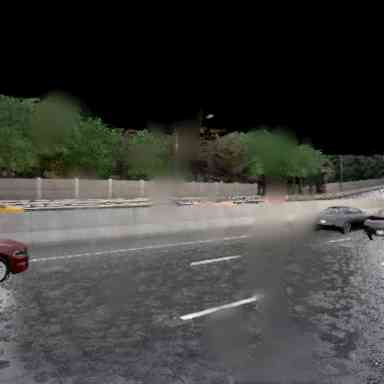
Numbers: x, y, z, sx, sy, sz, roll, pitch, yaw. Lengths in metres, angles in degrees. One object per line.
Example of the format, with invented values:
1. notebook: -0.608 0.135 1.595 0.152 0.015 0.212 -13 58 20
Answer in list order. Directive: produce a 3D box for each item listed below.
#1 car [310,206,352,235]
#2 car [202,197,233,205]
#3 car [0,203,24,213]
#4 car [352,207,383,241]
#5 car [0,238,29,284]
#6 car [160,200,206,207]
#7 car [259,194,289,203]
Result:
1. car: 8.380 1.466 18.274 4.181 1.385 1.994 -1 0 -35
2. car: 1.718 1.237 30.947 4.553 1.767 2.097 -1 0 -35
3. car: -14.650 1.475 23.634 5.008 1.535 1.882 0 0 -35
4. car: 9.591 1.402 14.844 4.902 1.511 2.128 -1 0 -35
5. car: -6.528 1.477 7.686 5.008 1.535 1.882 0 0 -36
6. car: -1.439 1.503 24.432 4.181 1.385 1.994 -1 0 -35
7. car: 11.370 1.096 46.205 4.553 1.767 2.097 -1 0 -35
